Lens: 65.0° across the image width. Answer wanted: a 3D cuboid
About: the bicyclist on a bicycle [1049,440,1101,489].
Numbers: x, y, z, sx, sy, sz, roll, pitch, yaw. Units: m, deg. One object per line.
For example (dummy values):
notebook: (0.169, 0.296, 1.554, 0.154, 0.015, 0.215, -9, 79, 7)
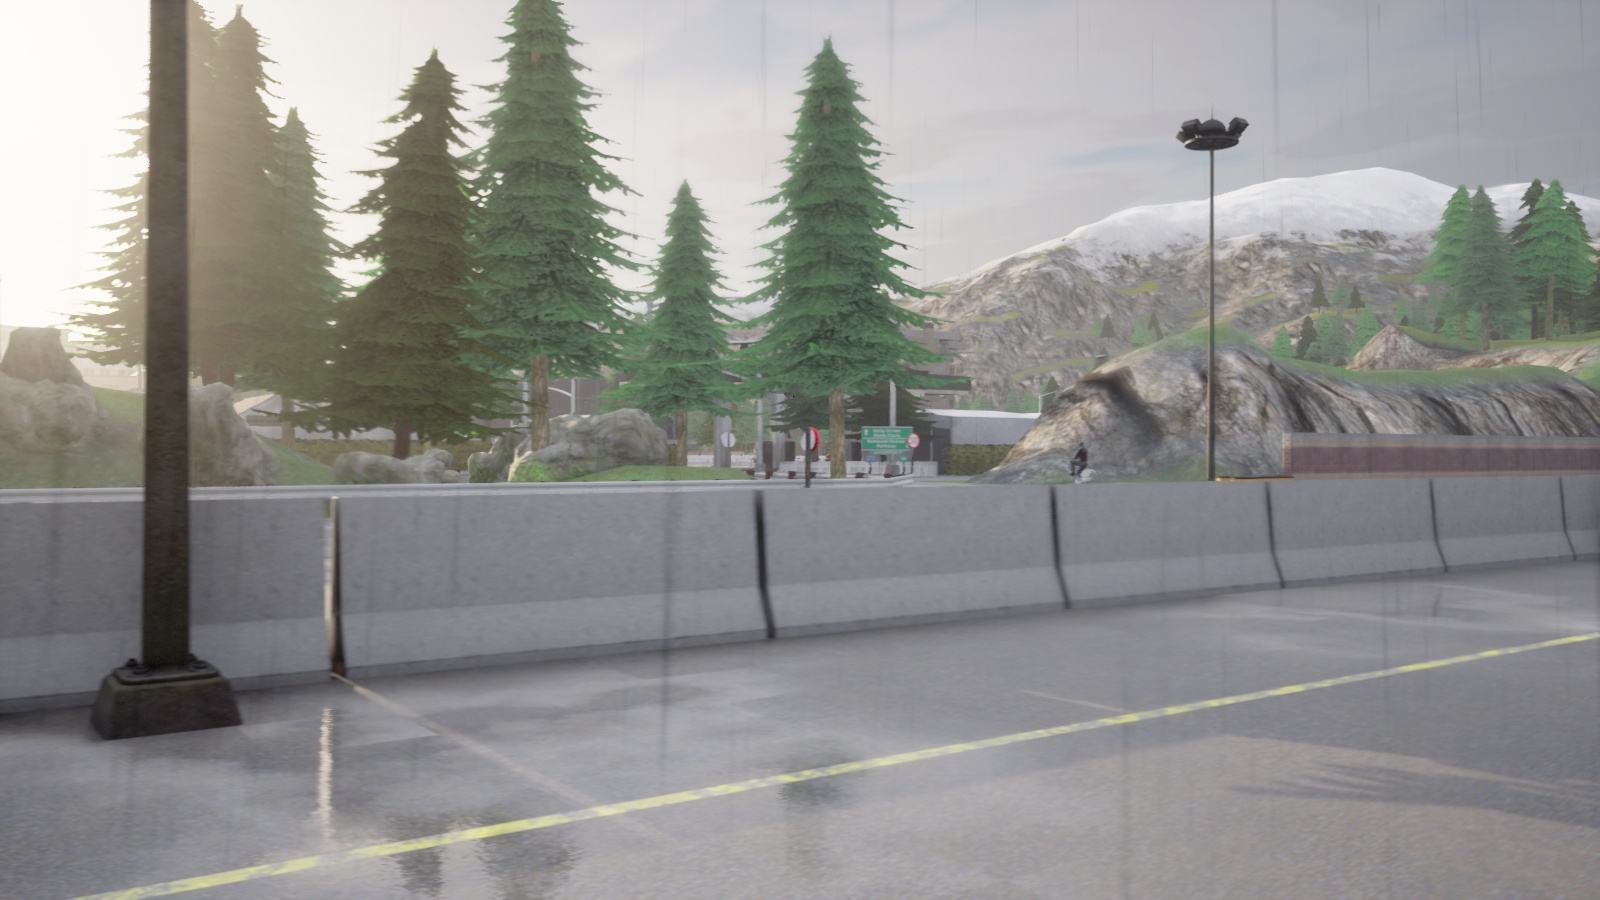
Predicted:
bicyclist on a bicycle: (10.215, 0.513, 46.705, 0.659, 1.776, 1.843, 0, 1, -39)
